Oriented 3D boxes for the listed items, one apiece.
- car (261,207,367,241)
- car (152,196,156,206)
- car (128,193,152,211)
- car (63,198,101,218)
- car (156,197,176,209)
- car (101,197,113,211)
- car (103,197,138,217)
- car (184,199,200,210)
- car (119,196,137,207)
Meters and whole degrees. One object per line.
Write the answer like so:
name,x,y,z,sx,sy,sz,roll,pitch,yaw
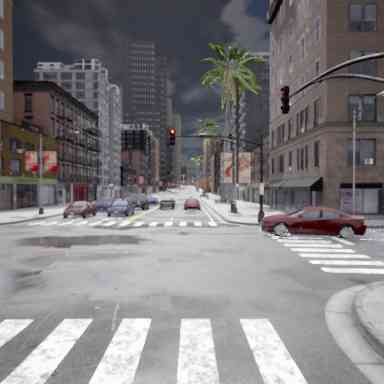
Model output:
car,6.090,1.512,16.914,5.008,1.535,1.882,1,1,8
car,-6.684,1.437,54.394,1.882,1.535,5.008,0,0,0
car,-6.671,1.199,41.230,2.150,2.045,5.566,0,0,0
car,-9.903,1.511,29.753,1.812,1.442,4.674,0,0,0
car,-3.235,1.465,44.775,2.128,1.511,4.902,0,0,0
car,-9.918,1.331,38.745,2.097,1.767,4.553,0,0,0
car,-6.660,1.510,31.538,1.812,1.442,4.674,0,0,0
car,0.019,1.539,43.144,1.994,1.385,4.181,0,0,0
car,-9.938,1.441,51.816,1.882,1.535,5.008,0,0,0
